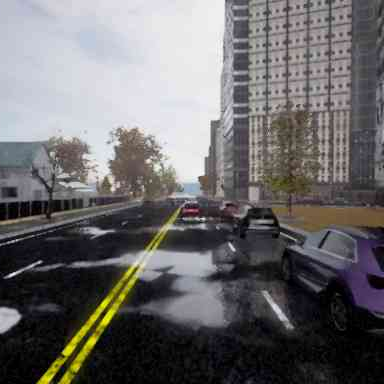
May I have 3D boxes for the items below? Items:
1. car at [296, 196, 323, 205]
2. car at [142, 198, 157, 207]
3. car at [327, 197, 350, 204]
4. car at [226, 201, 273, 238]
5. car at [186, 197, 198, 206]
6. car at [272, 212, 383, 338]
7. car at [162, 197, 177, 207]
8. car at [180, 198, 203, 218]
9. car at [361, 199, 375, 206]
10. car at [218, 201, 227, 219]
[{"bbox_3d":[22.993,1.695,64.989,5.009,1.841,2.192,0,2,20],"label":"car"},{"bbox_3d":[-6.525,1.591,51.518,1.994,1.385,4.181,0,0,1],"label":"car"},{"bbox_3d":[31.025,1.777,70.446,4.403,1.369,2.008,0,2,20],"label":"car"},{"bbox_3d":[3.244,1.433,17.624,2.033,1.649,4.856,0,0,0],"label":"car"},{"bbox_3d":[-0.017,1.580,55.765,2.033,1.411,5.357,0,0,0],"label":"car"},{"bbox_3d":[3.248,1.432,6.620,2.033,1.649,4.856,0,0,0],"label":"car"},{"bbox_3d":[-3.291,1.532,50.147,1.837,1.490,4.892,0,-1,0],"label":"car"},{"bbox_3d":[-0.044,1.570,30.720,1.994,1.385,4.181,0,0,0],"label":"car"},{"bbox_3d":[33.640,2.011,61.100,4.507,1.381,1.887,0,2,20],"label":"car"},{"bbox_3d":[3.241,1.532,28.628,1.812,1.442,4.674,0,0,0],"label":"car"}]
